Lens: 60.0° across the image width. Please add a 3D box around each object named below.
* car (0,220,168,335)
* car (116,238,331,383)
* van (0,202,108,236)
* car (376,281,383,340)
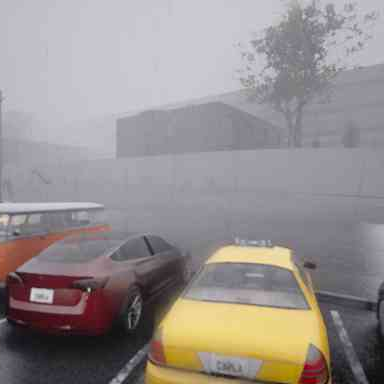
[{"bbox_3d":[-1.463,1.519,6.883,2.163,1.488,4.792,0,-1,16],"label":"car"},{"bbox_3d":[1.006,1.489,5.297,1.946,1.575,5.366,0,-1,16],"label":"car"},{"bbox_3d":[-3.919,1.262,8.480,1.878,1.987,4.442,1,-1,16],"label":"van"},{"bbox_3d":[3.378,1.493,3.377,2.231,1.521,4.892,0,-1,16],"label":"car"}]
